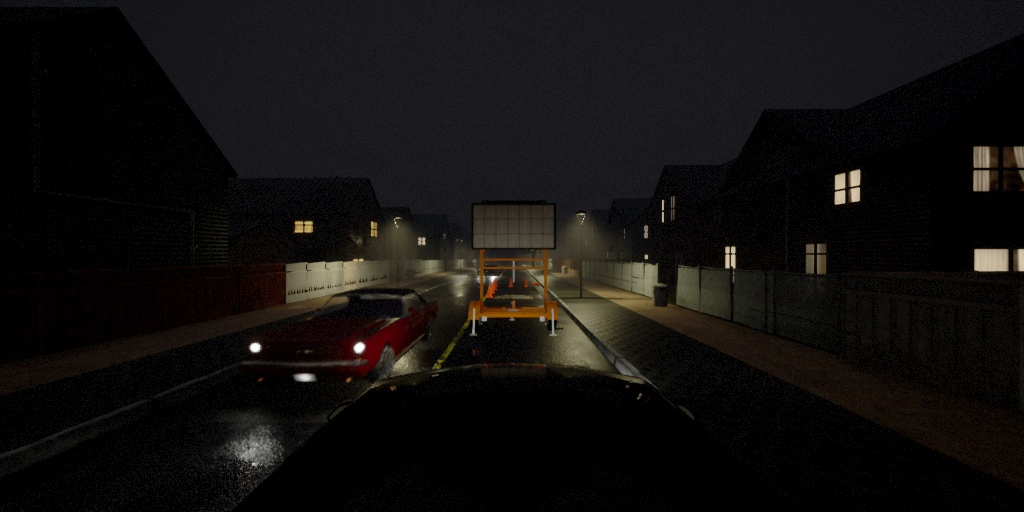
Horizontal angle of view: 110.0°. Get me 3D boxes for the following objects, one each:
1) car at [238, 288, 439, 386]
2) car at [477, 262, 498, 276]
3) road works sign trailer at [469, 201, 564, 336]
[{"bbox_3d":[-2.824,1.350,7.101,1.895,1.301,4.718,0,0,0],"label":"car"},{"bbox_3d":[-2.566,1.378,38.238,1.994,1.385,4.181,0,0,0],"label":"car"},{"bbox_3d":[0.049,0.214,10.390,2.380,3.560,2.880,0,0,1],"label":"road works sign trailer"}]
